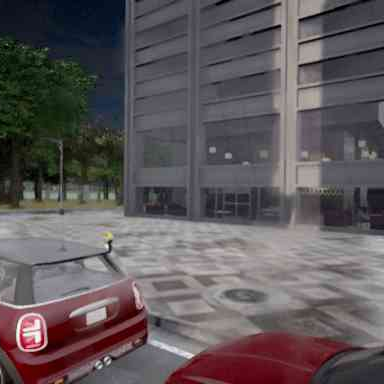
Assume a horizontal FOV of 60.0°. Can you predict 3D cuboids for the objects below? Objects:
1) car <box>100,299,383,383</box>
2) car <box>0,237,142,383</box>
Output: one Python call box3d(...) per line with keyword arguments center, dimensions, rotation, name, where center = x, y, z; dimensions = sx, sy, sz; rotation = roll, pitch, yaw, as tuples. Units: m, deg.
box3d(center=(1.780, 1.551, 1.693), dimensions=(4.507, 1.381, 1.887), rotation=(1, 1, 35), name="car")
box3d(center=(-2.647, 1.389, 4.846), dimensions=(4.097, 1.590, 1.967), rotation=(1, 1, 35), name="car")
